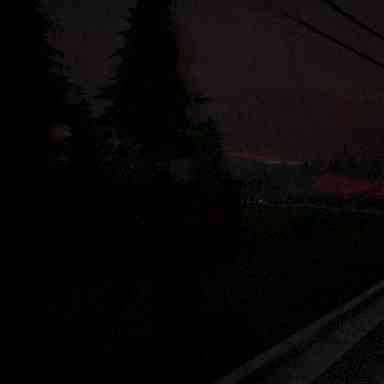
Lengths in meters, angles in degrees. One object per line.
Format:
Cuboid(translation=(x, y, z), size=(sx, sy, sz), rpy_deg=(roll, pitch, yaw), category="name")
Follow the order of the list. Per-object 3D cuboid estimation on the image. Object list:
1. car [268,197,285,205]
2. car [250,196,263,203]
Cuboid(translation=(17.067, 1.763, 67.387), size=(2.128, 1.511, 4.902), rpy_deg=(0, 0, -10), category="car")
Cuboid(translation=(15.108, 1.768, 77.538), size=(1.812, 1.442, 4.674), rpy_deg=(0, 0, -10), category="car")
